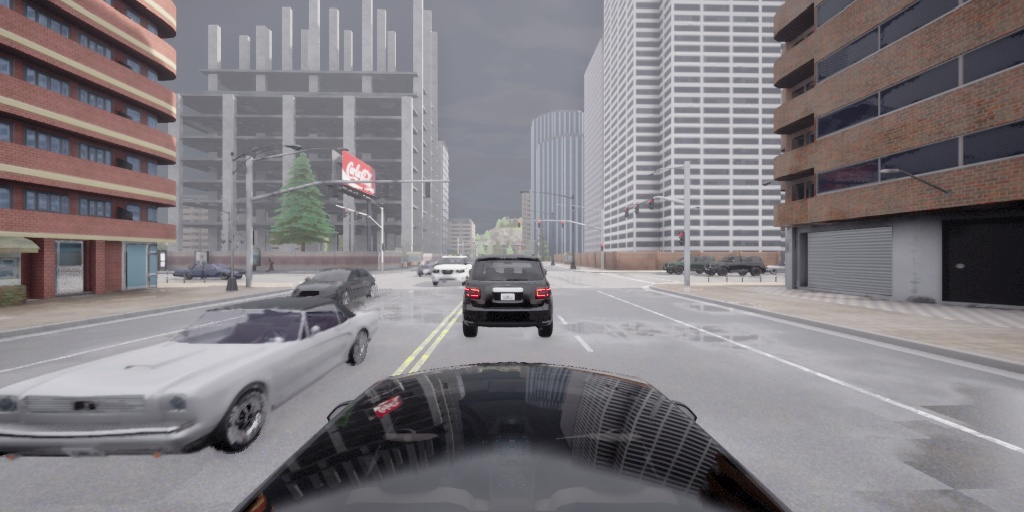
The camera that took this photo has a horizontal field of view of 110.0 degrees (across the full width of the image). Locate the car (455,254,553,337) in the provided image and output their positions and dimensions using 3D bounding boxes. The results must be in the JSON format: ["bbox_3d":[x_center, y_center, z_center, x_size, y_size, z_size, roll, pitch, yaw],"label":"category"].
[{"bbox_3d":[-0.118,0.971,10.407,2.150,2.045,5.566,0,0,-1],"label":"car"}]

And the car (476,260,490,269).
[{"bbox_3d":[-4.742,1.314,59.404,1.994,1.385,4.181,0,0,-1],"label":"car"}]

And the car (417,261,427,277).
[{"bbox_3d":[-7.755,1.241,34.547,2.128,1.511,4.902,0,0,-1],"label":"car"}]

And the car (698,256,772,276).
[{"bbox_3d":[22.003,0.971,35.555,5.566,2.045,2.150,0,0,-2],"label":"car"}]

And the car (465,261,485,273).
[{"bbox_3d":[-4.442,1.298,43.844,2.033,1.411,5.357,0,0,-1],"label":"car"}]

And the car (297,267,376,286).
[{"bbox_3d":[-7.365,1.256,15.364,1.837,1.490,4.892,0,0,-1],"label":"car"}]

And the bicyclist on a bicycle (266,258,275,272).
[{"bbox_3d":[-28.696,1.051,42.535,0.582,1.620,1.656,0,0,-1],"label":"bicyclist on a bicycle"}]

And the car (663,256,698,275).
[{"bbox_3d":[19.393,0.972,38.985,5.566,2.045,2.150,0,0,-1],"label":"car"}]

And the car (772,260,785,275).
[{"bbox_3d":[29.523,1.351,39.234,4.718,1.301,1.895,0,0,-1],"label":"car"}]

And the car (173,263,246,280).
[{"bbox_3d":[-25.618,1.297,30.627,5.357,1.411,2.033,0,0,-1],"label":"car"}]

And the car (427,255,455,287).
[{"bbox_3d":[-4.067,0.972,24.956,2.150,2.045,5.566,0,0,-1],"label":"car"}]

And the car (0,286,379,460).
[{"bbox_3d":[-3.657,1.351,5.231,1.895,1.301,4.718,0,0,-1],"label":"car"}]
